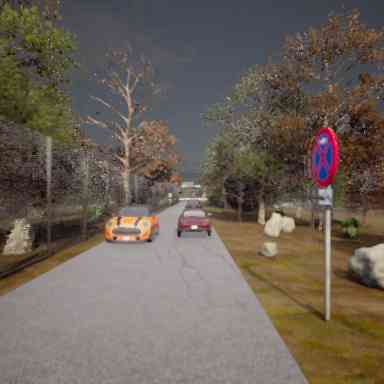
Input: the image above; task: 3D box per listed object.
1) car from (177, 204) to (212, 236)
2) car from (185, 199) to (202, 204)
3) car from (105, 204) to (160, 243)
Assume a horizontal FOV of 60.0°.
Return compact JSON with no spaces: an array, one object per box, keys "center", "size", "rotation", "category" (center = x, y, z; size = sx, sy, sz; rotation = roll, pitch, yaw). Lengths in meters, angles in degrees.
[{"center":[0.126,1.628,19.089],"size":[1.812,1.442,4.674],"rotation":[0,0,0],"category":"car"},{"center":[0.223,1.655,41.073],"size":[2.097,1.767,4.553],"rotation":[0,-1,0],"category":"car"},{"center":[-2.824,1.431,16.590],"size":[2.097,1.767,4.553],"rotation":[0,-1,0],"category":"car"}]
